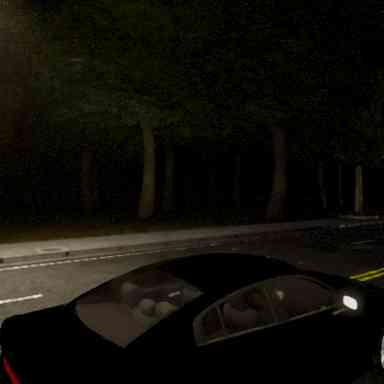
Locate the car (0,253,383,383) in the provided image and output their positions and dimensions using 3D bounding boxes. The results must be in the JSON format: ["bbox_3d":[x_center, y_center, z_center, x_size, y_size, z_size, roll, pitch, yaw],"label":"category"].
[{"bbox_3d":[0.576,1.476,3.850,5.008,1.535,1.882,0,0,-36],"label":"car"}]
